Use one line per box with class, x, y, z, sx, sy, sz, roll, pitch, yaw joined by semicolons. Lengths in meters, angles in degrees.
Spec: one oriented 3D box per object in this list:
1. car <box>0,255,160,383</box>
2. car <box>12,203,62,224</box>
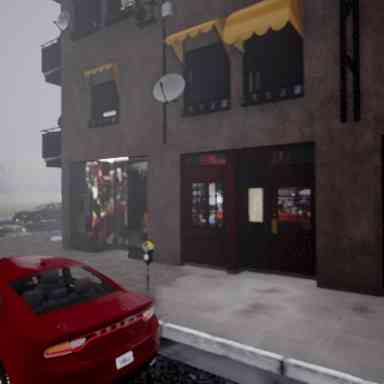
car;-2.497;1.579;4.666;4.507;1.381;1.887;-1;0;36
car;-10.591;1.530;25.226;2.033;1.411;5.357;-1;0;35
